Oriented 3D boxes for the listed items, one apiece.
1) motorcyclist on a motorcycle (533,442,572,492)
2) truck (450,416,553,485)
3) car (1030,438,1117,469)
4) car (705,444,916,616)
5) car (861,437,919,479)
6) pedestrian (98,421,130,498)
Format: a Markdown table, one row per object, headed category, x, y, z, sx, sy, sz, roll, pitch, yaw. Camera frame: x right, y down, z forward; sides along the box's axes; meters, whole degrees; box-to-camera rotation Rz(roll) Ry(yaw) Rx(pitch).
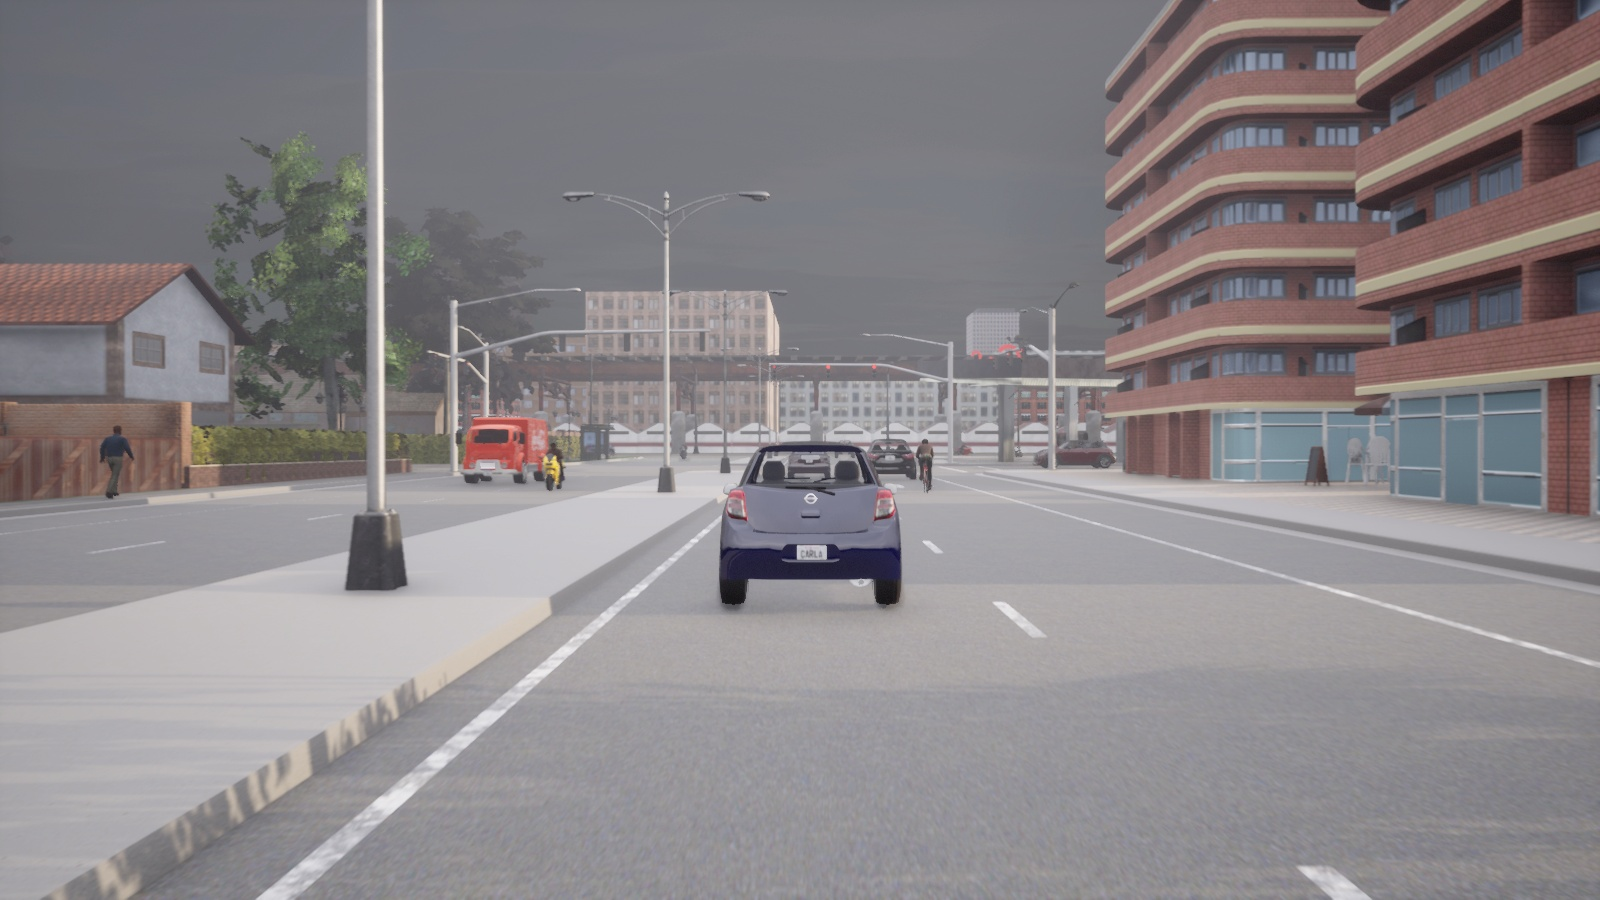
| category | x | y | z | sx | sy | sz | roll | pitch | yaw |
| --- | --- | --- | --- | --- | --- | --- | --- | --- | --- |
| motorcyclist on a motorcycle | -7.716 | 0.508 | 39.245 | 0.797 | 1.523 | 2.044 | 0 | 0 | 0 |
| truck | -11.158 | -0.008 | 47.385 | 2.627 | 2.467 | 5.204 | 0 | 0 | 0 |
| car | 15.864 | 0.220 | 72.988 | 4.553 | 1.767 | 2.097 | 0 | 0 | -1 |
| car | 0.102 | 0.691 | 12.796 | 1.845 | 1.501 | 3.633 | 0 | 0 | 0 |
| car | 3.720 | 0.306 | 52.689 | 2.242 | 1.667 | 4.611 | 0 | 0 | 2 |
| pedestrian | -16.666 | 0.222 | 30.523 | 0.370 | 1.835 | 0.726 | 0 | 0 | 0 |
